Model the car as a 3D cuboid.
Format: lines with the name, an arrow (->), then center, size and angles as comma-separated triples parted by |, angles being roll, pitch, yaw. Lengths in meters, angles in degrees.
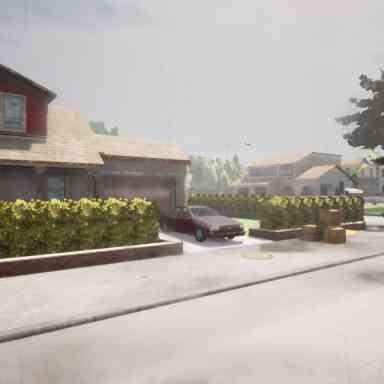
car -> 0.116, 1.356, 15.491 | 2.033, 1.415, 5.357 | 0, 0, -33
